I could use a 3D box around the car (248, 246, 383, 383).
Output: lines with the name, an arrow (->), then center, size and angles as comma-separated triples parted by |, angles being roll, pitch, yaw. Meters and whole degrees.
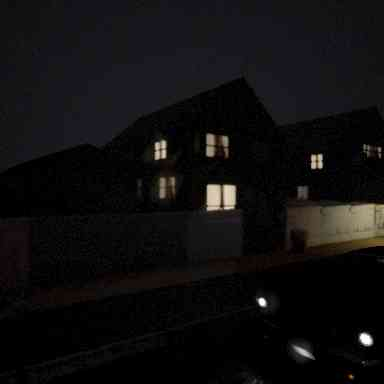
car -> 3.140, 1.635, 5.305 | 4.718, 1.301, 1.895 | 0, 0, -35
